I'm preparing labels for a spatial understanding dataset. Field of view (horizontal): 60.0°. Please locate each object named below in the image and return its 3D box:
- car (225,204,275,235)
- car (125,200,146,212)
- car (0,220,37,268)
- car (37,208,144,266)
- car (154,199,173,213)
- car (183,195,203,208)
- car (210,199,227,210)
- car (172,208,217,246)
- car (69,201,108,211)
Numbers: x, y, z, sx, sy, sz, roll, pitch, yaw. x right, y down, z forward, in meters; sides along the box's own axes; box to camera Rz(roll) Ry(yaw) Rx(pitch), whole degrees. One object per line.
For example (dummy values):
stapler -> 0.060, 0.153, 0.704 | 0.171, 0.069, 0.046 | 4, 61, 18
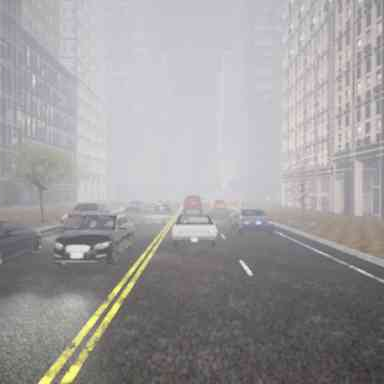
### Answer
car -> 3.353, 1.617, 19.260 | 2.033, 1.411, 5.357 | 0, 0, 0
car -> -6.502, 1.681, 38.876 | 2.033, 1.411, 5.357 | 0, 0, 0
car -> -6.499, 1.604, 10.628 | 1.994, 1.385, 4.181 | 0, 0, 0
car -> -3.250, 1.535, 11.840 | 2.128, 1.511, 4.902 | 0, 0, 0
car -> -3.257, 1.625, 38.401 | 2.128, 1.511, 4.902 | 0, 0, 0
car -> 0.104, 1.355, 38.483 | 2.150, 2.045, 5.566 | 0, 0, 0
car -> 3.352, 1.618, 41.399 | 1.882, 1.535, 5.008 | 0, 0, 0
car -> 0.103, 1.658, 15.646 | 1.895, 1.301, 4.718 | 0, 0, 0
car -> -6.499, 1.428, 20.929 | 2.097, 1.767, 4.553 | 0, 0, 0
